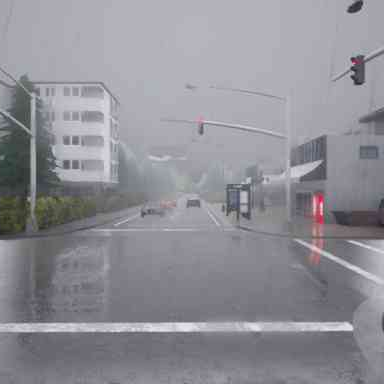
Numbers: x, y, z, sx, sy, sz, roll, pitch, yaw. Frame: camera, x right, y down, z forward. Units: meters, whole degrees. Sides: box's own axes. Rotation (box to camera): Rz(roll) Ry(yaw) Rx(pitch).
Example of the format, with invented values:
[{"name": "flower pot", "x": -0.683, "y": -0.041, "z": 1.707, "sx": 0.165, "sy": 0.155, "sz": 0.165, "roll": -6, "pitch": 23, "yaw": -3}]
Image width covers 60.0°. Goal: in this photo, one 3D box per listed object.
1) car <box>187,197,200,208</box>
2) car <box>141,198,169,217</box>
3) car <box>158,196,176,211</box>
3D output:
[{"name": "car", "x": 0.226, "y": 1.477, "z": 49.634, "sx": 1.882, "sy": 1.535, "sz": 5.008, "roll": 0, "pitch": 0, "yaw": 0}, {"name": "car", "x": -3.522, "y": 1.563, "z": 30.989, "sx": 1.994, "sy": 1.385, "sz": 4.181, "roll": 0, "pitch": 0, "yaw": 0}, {"name": "car", "x": -3.490, "y": 1.351, "z": 40.690, "sx": 2.097, "sy": 1.767, "sz": 4.553, "roll": 0, "pitch": 0, "yaw": 0}]
